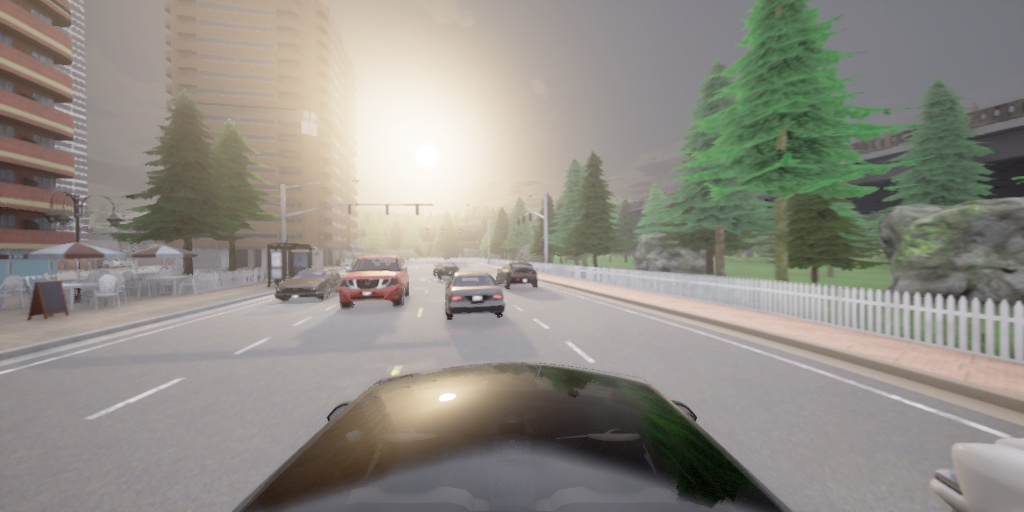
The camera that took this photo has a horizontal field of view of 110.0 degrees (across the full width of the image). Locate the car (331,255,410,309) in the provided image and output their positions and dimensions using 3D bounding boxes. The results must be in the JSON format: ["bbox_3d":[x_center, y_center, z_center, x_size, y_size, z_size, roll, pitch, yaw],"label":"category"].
[{"bbox_3d":[-5.671,0.962,15.419,2.150,2.045,5.566,-1,0,-11],"label":"car"}]

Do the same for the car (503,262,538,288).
[{"bbox_3d":[0.256,1.129,22.095,1.837,1.490,4.892,-1,0,-11],"label":"car"}]

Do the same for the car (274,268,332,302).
[{"bbox_3d":[-9.717,1.326,17.839,2.033,1.411,5.357,-1,0,-11],"label":"car"}]

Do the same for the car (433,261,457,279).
[{"bbox_3d":[-5.670,1.175,30.999,1.812,1.442,4.674,-1,0,-19],"label":"car"}]

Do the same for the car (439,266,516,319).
[{"bbox_3d":[-1.454,1.251,12.780,2.033,1.411,5.357,-1,0,-11],"label":"car"}]
